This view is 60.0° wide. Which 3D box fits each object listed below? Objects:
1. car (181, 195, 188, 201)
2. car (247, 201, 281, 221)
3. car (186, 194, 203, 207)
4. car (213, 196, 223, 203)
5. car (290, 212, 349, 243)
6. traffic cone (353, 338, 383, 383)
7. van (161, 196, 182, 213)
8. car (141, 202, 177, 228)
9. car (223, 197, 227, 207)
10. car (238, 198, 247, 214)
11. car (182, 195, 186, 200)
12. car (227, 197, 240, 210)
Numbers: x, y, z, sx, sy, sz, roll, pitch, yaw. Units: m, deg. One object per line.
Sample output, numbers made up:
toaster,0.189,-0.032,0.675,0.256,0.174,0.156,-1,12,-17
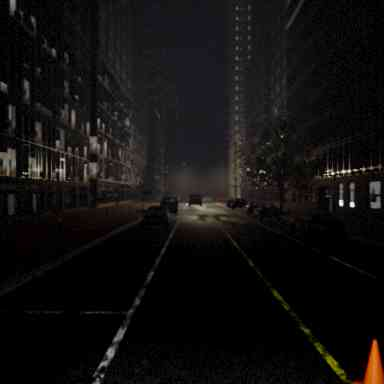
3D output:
car,-2.042,1.599,90.258,1.802,1.307,4.206,0,0,0
car,6.132,1.619,27.606,2.008,1.369,4.403,0,0,0
car,0.522,1.271,51.784,2.150,2.045,5.566,0,0,0
car,6.283,1.615,73.146,1.887,1.381,4.507,0,0,0
car,6.094,1.637,16.221,1.802,1.307,4.206,0,0,0
traffic cone,2.086,1.971,3.791,0.340,0.580,0.340,0,0,0
van,-2.229,1.375,33.330,1.690,1.788,3.998,0,0,0
car,-2.267,1.575,21.945,2.008,1.369,4.403,0,0,0
car,6.208,1.515,50.376,1.967,1.590,4.097,0,0,0
car,6.151,1.623,33.299,2.008,1.369,4.403,0,0,0
car,-2.060,1.568,84.564,1.887,1.381,4.507,0,0,0
car,6.189,1.514,44.684,1.967,1.590,4.097,0,0,0
